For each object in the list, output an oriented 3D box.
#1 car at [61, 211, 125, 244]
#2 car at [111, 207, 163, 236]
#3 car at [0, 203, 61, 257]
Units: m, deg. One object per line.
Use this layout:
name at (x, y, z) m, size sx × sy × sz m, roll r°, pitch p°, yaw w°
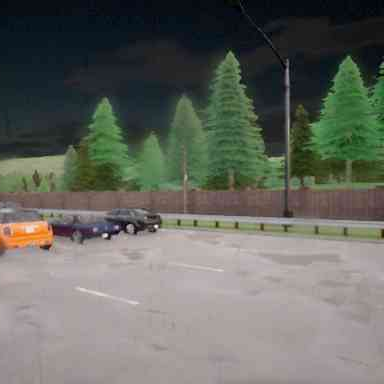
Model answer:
car at (-5.803, 1.736, 16.607) m, size 4.718 × 1.301 × 1.895 m, roll -1°, pitch 0°, yaw 36°
car at (-3.931, 1.645, 19.574) m, size 4.892 × 1.490 × 1.837 m, roll 0°, pitch 0°, yaw 36°
car at (-7.816, 1.485, 13.744) m, size 4.553 × 1.767 × 2.097 m, roll -1°, pitch -1°, yaw 36°
